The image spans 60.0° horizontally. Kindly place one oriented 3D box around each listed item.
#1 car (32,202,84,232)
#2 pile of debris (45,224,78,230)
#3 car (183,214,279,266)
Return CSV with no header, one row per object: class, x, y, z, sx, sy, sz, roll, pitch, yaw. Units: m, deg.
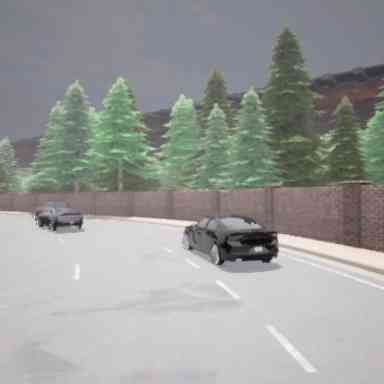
car,-8.918,1.718,22.326,2.128,1.511,4.902,0,0,-39
pile of debris,-8.968,2.408,22.808,1.500,0.140,1.860,0,0,-42
car,1.154,1.532,11.985,1.882,1.535,5.008,0,0,-18
